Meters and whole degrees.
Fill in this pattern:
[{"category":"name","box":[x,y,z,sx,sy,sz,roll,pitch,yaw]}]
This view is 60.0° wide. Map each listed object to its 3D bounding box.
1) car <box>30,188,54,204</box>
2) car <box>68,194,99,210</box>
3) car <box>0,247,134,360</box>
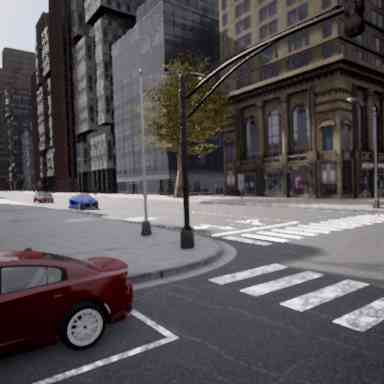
[{"category":"car","box":[-21.671,0.761,48.502,2.097,1.767,4.553,-3,2,-36]},{"category":"car","box":[-11.237,0.980,34.267,1.882,1.535,5.008,-3,2,-36]},{"category":"car","box":[-3.018,1.540,4.506,4.507,1.381,1.887,-2,0,-37]}]
